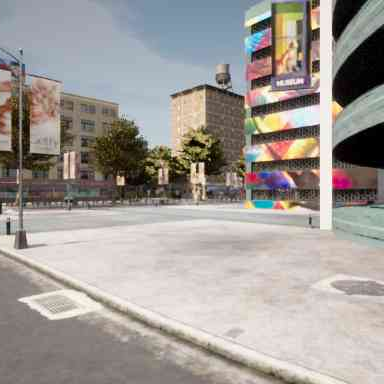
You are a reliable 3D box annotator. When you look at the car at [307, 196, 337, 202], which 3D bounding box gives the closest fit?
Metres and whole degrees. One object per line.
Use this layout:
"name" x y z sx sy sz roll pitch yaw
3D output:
"car" 14.979 1.320 39.725 4.674 1.452 2.002 0 0 -44
